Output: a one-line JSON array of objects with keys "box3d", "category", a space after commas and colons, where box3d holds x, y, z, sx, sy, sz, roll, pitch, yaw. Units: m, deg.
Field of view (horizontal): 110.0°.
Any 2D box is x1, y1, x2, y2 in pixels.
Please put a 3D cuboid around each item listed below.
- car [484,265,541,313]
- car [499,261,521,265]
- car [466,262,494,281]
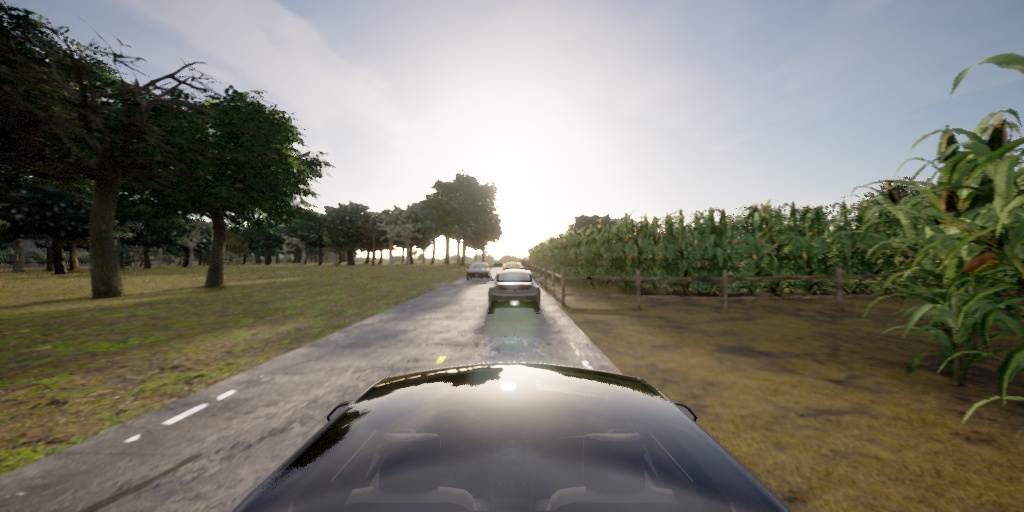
[{"box3d": [0.087, 1.281, 14.089, 1.837, 1.490, 4.892, 0, 0, 0], "category": "car"}, {"box3d": [0.101, 1.302, 32.177, 1.882, 1.535, 5.008, 0, 0, 0], "category": "car"}, {"box3d": [-2.848, 1.300, 31.268, 1.882, 1.535, 5.008, 0, 0, 0], "category": "car"}]
